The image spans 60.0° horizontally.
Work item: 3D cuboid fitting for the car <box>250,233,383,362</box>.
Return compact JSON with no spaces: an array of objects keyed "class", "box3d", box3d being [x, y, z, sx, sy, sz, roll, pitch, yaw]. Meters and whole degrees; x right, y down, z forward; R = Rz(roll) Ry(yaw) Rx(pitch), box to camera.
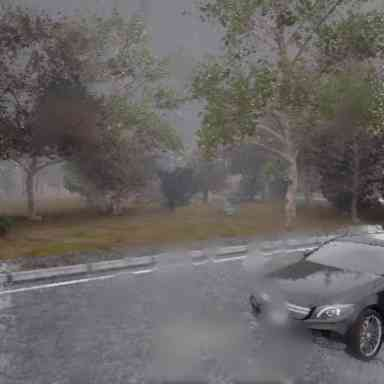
[{"class":"car","box3d":[3.177,1.514,5.971,4.674,1.442,1.812,0,0,-33]}]
